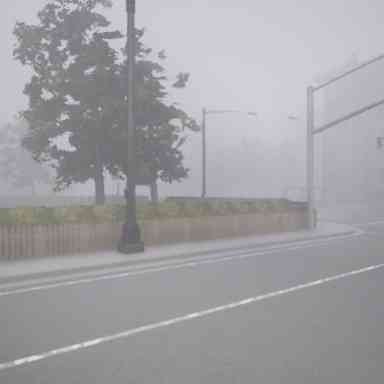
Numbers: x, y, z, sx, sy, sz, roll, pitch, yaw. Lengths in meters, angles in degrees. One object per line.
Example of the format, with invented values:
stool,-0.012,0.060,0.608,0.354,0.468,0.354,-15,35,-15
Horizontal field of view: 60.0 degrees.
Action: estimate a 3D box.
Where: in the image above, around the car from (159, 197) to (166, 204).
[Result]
car,-3.660,1.488,52.310,1.812,1.442,4.674,0,0,-34
